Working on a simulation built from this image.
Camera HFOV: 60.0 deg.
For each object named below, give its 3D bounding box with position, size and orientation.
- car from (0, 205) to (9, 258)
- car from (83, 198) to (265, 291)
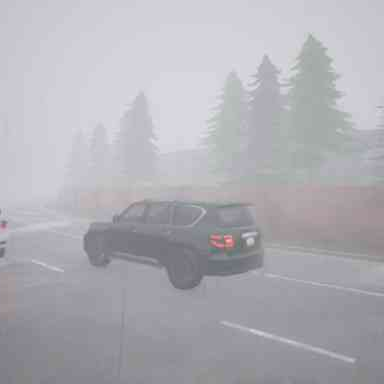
[{"bbox_3d":[-8.021,1.089,11.173,5.566,2.045,2.150,1,0,44],"label":"car"},{"bbox_3d":[-0.734,1.182,9.253,5.566,2.045,2.150,1,0,40],"label":"car"}]
